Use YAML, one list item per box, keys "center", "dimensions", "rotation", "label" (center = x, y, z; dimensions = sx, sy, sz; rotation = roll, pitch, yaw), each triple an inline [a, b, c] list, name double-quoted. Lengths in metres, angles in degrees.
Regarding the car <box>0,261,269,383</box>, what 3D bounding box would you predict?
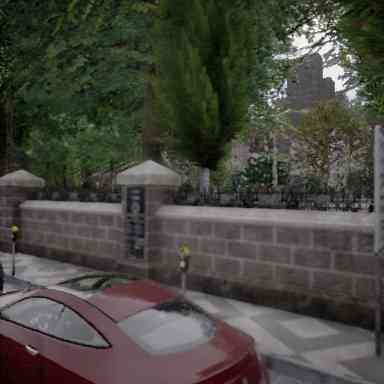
- center: [-1.217, 1.622, 3.856]
  dimensions: [4.206, 1.307, 1.802]
  rotation: [0, -1, 36]
  label: "car"
